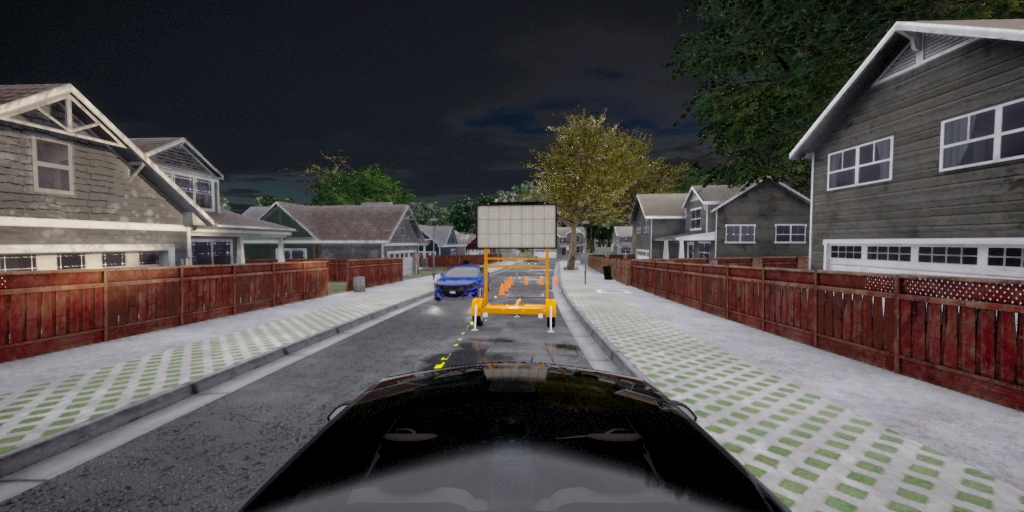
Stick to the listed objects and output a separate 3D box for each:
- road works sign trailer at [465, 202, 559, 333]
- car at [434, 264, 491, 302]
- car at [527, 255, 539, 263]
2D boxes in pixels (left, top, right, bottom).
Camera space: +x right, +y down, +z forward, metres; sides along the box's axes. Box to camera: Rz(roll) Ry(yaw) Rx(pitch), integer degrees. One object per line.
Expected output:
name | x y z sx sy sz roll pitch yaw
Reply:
road works sign trailer | 0.144 0.191 10.788 2.380 3.560 2.880 0 0 5
car | -2.177 1.166 16.844 1.882 1.535 5.008 0 0 5
car | 3.805 0.535 65.108 1.994 1.385 4.181 0 1 7
